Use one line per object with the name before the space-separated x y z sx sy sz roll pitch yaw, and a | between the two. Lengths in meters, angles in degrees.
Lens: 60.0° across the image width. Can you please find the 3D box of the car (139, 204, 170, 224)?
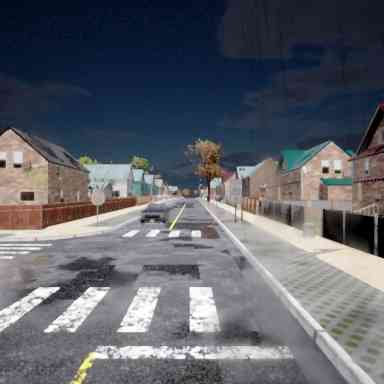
car | -2.699 1.582 25.165 2.033 1.411 5.357 0 0 0
